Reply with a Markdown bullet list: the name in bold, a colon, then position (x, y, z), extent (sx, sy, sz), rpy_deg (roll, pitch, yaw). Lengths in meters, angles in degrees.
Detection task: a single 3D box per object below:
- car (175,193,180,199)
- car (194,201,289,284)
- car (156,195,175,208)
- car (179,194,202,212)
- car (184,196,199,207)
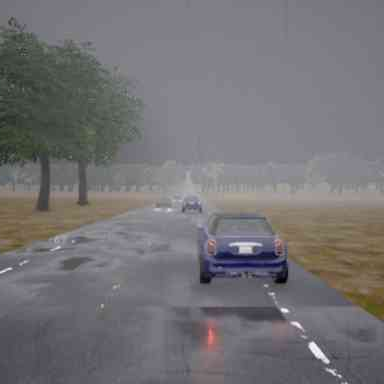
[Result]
- **car**: position (-3.609, 1.087, 84.839), extent (1.882, 1.535, 5.008), rpy_deg (0, 0, 0)
- **car**: position (1.212, 1.315, 9.658), extent (2.097, 1.767, 4.553), rpy_deg (0, 0, 0)
- **car**: position (-3.643, 1.324, 43.561), extent (1.837, 1.490, 4.892), rpy_deg (0, 0, 0)
- **car**: position (0.012, 1.204, 35.902), extent (2.097, 1.767, 4.553), rpy_deg (0, 0, 0)
- **car**: position (-0.033, 1.359, 47.698), extent (1.994, 1.385, 4.181), rpy_deg (0, 0, 0)
